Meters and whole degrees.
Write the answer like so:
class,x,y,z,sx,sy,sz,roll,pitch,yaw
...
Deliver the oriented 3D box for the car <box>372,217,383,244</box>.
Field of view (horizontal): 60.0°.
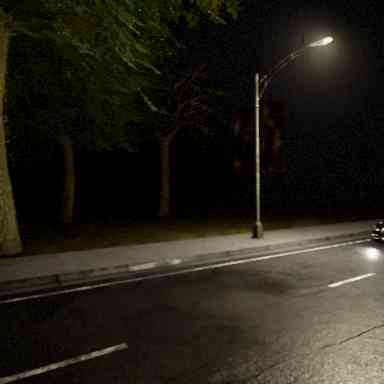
class,x,y,z,sx,sy,sz,roll,pitch,yaw
car,9.815,1.482,14.598,4.892,1.490,1.837,0,0,-36
